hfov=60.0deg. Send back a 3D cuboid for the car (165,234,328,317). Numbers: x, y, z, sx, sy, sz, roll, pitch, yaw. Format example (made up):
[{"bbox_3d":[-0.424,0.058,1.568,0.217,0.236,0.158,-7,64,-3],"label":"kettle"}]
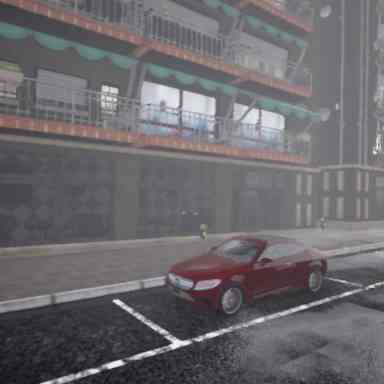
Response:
[{"bbox_3d":[1.411,1.652,7.552,4.206,1.307,1.802,1,0,-35],"label":"car"}]
